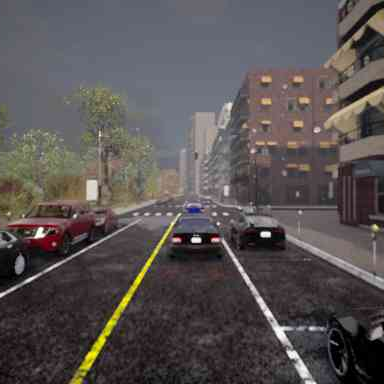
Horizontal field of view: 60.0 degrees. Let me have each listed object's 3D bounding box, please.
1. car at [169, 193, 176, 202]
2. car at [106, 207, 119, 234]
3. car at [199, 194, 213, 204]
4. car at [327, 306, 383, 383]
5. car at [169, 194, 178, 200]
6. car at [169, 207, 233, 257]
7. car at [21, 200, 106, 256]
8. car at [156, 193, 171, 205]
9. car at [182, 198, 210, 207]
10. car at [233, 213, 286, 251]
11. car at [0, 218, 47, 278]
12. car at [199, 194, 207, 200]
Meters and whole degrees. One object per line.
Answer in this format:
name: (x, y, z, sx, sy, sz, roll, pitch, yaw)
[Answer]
car: (-5.120, 1.140, 68.190, 2.192, 1.841, 5.009, 1, 0, 0)
car: (-5.258, 1.528, 18.724, 1.802, 1.307, 4.206, 1, 0, 0)
car: (2.729, 1.398, 57.621, 2.008, 1.369, 4.403, 1, 0, 0)
car: (2.577, 1.558, 2.483, 1.947, 1.339, 4.313, 1, 0, 0)
car: (-5.061, 1.332, 90.895, 2.008, 1.369, 4.403, 1, 0, 0)
car: (0.133, 1.510, 12.654, 2.033, 1.411, 5.357, 0, 0, 0)
car: (-5.271, 1.277, 13.069, 2.192, 1.841, 5.009, 1, 0, 0)
car: (-5.154, 1.394, 56.839, 1.887, 1.381, 4.507, 1, 0, 0)
car: (0.177, 1.452, 25.930, 1.812, 1.442, 4.674, 0, 0, 0)
car: (2.609, 1.526, 13.804, 1.947, 1.339, 4.313, 1, 0, 0)
car: (-5.289, 1.529, 7.416, 2.008, 1.369, 4.403, 1, 0, 0)
car: (2.807, 1.229, 86.037, 1.967, 1.590, 4.097, 1, 0, 0)
